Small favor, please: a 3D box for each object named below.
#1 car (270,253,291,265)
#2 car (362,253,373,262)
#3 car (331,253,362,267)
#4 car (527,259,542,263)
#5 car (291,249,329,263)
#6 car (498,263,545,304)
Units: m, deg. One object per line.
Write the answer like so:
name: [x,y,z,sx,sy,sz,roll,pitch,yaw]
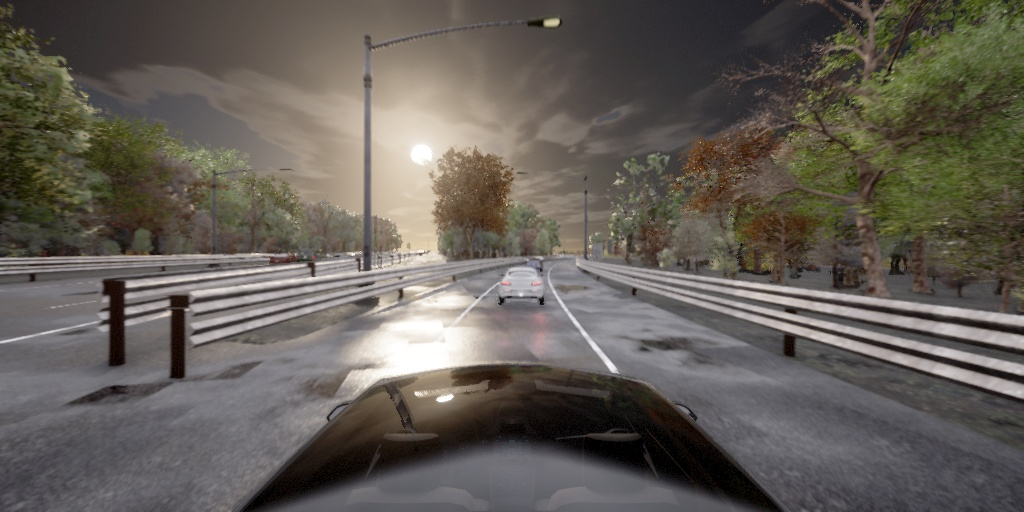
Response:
car: [-26.684,0.434,42.337,1.882,1.535,5.008,0,0,-12]
car: [-22.085,0.333,53.759,2.128,1.511,4.902,0,1,-12]
car: [-19.603,0.559,42.698,1.994,1.385,4.181,0,1,-12]
car: [2.561,1.026,40.647,2.033,1.411,5.357,0,0,7]
car: [-22.876,0.212,41.281,2.150,2.045,5.566,0,0,-12]
car: [0.441,1.185,15.633,1.812,1.442,4.674,0,0,3]
